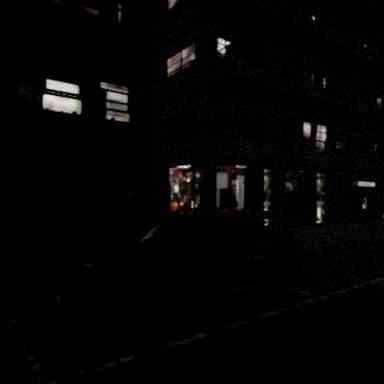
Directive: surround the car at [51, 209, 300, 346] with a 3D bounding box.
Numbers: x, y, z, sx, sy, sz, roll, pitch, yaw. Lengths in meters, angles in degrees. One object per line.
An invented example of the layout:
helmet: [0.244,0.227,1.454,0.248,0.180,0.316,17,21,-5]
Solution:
car: [0.014,1.313,6.547,5.009,1.841,2.192,0,1,-35]
